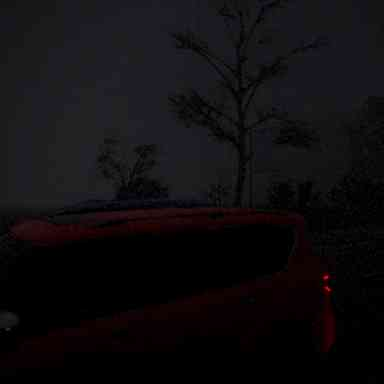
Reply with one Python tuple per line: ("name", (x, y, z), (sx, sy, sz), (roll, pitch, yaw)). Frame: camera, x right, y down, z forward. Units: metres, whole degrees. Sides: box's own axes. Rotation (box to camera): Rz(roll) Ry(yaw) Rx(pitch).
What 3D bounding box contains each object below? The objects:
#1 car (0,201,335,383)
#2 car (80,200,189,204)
("car", (-0.962, 1.213, 3.183), (5.566, 2.045, 2.150), (0, 0, -34))
("car", (-1.861, 1.203, 6.777), (5.566, 2.045, 2.150), (0, 0, -34))
